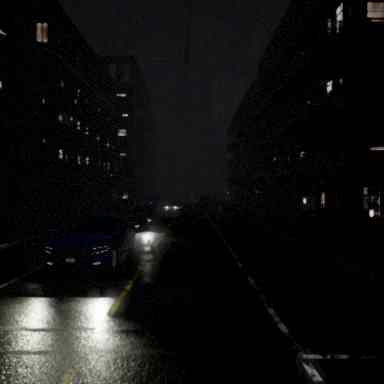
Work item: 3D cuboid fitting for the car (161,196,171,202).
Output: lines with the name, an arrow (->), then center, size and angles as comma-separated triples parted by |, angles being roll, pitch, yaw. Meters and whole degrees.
car -> -5.749, 1.515, 74.205 | 1.802, 1.307, 4.206 | -1, 0, 0

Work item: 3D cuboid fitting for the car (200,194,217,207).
car -> 2.646, 1.271, 46.172 | 2.192, 1.841, 5.009 | -1, 0, 0

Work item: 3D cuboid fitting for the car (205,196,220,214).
car -> 2.657, 1.492, 35.138 | 1.752, 1.417, 4.829 | -1, 0, 0

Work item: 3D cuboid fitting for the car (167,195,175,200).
car -> -5.760, 1.470, 91.012 | 2.008, 1.369, 4.403 | -1, 0, 0

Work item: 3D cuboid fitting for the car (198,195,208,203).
car -> 2.315, 1.415, 68.212 | 1.882, 1.535, 5.008 | 0, 0, 0

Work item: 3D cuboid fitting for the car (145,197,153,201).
car -> -5.690, 1.518, 34.991 | 2.008, 1.369, 4.403 | -1, 0, 0

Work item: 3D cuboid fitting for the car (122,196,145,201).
car -> -5.688, 1.413, 29.389 | 1.967, 1.590, 4.097 | -1, 0, 0

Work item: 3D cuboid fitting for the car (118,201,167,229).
car -> -3.065, 1.527, 21.514 | 2.033, 1.411, 5.357 | 0, 0, 1

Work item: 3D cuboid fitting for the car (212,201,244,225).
car -> 2.665, 1.559, 23.764 | 1.802, 1.307, 4.206 | -1, 0, 0

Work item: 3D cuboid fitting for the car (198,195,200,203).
car -> 2.639, 1.261, 57.376 | 2.192, 1.841, 5.009 | -1, 0, 0

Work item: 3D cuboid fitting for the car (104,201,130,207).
car -> -5.682, 1.560, 23.787 | 1.802, 1.307, 4.206 | -1, 0, 0

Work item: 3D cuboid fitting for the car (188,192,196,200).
car -> -0.057, 1.303, 86.398 | 1.812, 1.442, 4.674 | 0, 0, 0

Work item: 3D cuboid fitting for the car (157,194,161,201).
car -> -5.727, 1.267, 51.797 | 2.192, 1.841, 5.009 | -1, 0, 0

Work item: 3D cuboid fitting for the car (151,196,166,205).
car -> -5.745, 1.498, 57.400 | 2.008, 1.369, 4.403 | -1, 0, 0

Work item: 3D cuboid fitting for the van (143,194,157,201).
van -> -5.697, 1.303, 40.593 | 1.690, 1.788, 3.998 | -1, 0, 0

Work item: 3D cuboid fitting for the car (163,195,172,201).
car -> -5.753, 1.510, 79.808 | 1.802, 1.307, 4.206 | -1, 0, 0

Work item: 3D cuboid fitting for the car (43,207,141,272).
car -> -3.103, 1.467, 10.990 | 1.882, 1.535, 5.008 | 0, 0, 0

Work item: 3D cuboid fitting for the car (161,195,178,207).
car -> -3.113, 1.499, 51.197 | 2.033, 1.411, 5.357 | 0, 0, 0
